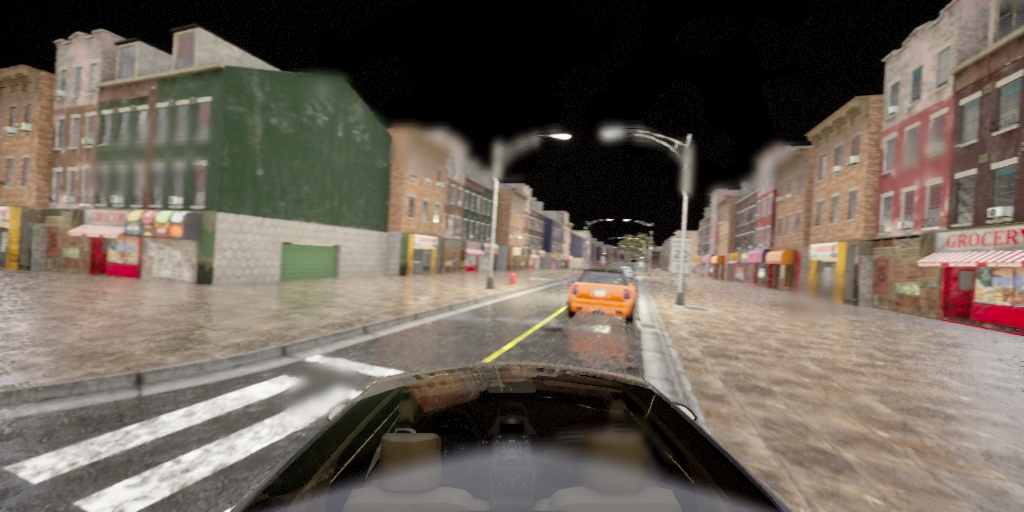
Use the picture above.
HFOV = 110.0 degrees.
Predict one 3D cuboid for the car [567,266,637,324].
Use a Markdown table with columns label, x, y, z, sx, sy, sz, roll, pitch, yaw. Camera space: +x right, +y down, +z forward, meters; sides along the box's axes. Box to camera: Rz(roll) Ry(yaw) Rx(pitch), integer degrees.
| label | x | y | z | sx | sy | sz | roll | pitch | yaw |
| --- | --- | --- | --- | --- | --- | --- | --- | --- | --- |
| car | 3.420 | 1.214 | 13.162 | 2.097 | 1.767 | 4.553 | 3 | 0 | 19 |

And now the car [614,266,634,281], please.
| label | x | y | z | sx | sy | sz | roll | pitch | yaw |
| --- | --- | --- | --- | --- | --- | --- | --- | --- | --- |
| car | 12.407 | 1.889 | 39.577 | 1.812 | 1.442 | 4.674 | 3 | 0 | 19 |
